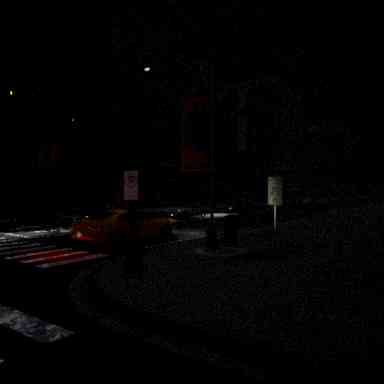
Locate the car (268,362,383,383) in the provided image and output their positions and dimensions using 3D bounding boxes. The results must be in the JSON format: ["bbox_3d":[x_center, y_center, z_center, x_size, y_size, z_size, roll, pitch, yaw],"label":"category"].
[{"bbox_3d":[2.209,1.551,1.270,4.403,1.369,2.008,0,0,36],"label":"car"}]

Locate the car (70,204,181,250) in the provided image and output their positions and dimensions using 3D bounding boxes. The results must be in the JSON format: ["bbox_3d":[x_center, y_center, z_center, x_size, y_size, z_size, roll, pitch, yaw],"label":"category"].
[{"bbox_3d":[-2.899,1.500,14.787,1.882,1.535,5.008,0,0,35],"label":"car"}]

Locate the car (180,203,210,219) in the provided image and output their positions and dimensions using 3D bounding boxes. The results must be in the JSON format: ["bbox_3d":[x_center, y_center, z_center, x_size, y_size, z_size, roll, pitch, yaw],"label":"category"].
[{"bbox_3d":[-0.408,1.638,29.932,1.895,1.301,4.718,0,0,36],"label":"car"}]

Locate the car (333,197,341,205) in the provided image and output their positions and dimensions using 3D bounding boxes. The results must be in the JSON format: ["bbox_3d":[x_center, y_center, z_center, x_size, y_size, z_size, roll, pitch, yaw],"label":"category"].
[{"bbox_3d":[26.385,1.672,61.847,1.812,1.442,4.674,0,0,35],"label":"car"}]

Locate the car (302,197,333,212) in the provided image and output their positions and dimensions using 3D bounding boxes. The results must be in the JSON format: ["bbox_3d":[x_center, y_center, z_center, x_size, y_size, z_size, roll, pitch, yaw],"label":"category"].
[{"bbox_3d":[15.428,1.562,40.714,1.882,1.535,5.008,0,0,35],"label":"car"}]

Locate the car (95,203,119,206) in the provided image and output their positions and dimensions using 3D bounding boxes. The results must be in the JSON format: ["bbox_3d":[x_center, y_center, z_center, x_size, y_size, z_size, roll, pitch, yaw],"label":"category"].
[{"bbox_3d":[-5.767,1.513,22.325,2.128,1.511,4.902,0,0,36],"label":"car"}]

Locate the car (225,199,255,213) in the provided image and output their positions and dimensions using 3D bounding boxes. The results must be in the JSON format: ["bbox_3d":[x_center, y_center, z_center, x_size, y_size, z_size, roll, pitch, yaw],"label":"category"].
[{"bbox_3d":[5.620,1.550,38.424,2.128,1.511,4.902,0,0,35],"label":"car"}]

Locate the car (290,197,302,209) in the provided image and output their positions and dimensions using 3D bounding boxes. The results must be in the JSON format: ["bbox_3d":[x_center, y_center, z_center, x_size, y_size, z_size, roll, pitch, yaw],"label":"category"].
[{"bbox_3d":[15.260,1.445,46.106,2.097,1.767,4.553,0,0,35],"label":"car"}]
